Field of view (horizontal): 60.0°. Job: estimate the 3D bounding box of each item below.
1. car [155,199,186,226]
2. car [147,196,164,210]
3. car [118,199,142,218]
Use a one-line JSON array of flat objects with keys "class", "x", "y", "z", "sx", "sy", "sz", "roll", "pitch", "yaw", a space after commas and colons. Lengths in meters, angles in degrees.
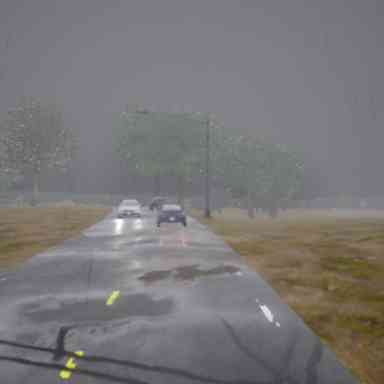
[{"class": "car", "x": -1.398, "y": 1.413, "z": 22.148, "sx": 1.812, "sy": 1.442, "sz": 4.674, "roll": 0, "pitch": 0, "yaw": -6}, {"class": "car", "x": -4.196, "y": 1.322, "z": 39.722, "sx": 1.837, "sy": 1.490, "sz": 4.892, "roll": -3, "pitch": -1, "yaw": -12}, {"class": "car", "x": -5.221, "y": 1.367, "z": 28.097, "sx": 1.812, "sy": 1.442, "sz": 4.674, "roll": 0, "pitch": 0, "yaw": -8}]
